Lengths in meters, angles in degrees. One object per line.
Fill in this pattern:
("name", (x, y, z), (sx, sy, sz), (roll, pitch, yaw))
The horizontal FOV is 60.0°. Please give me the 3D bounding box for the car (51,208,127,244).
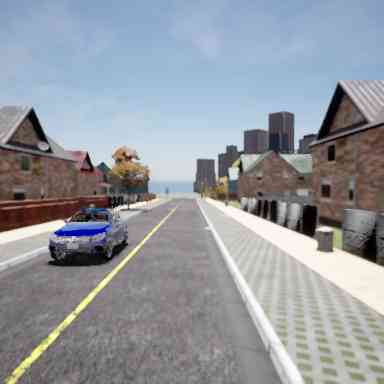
("car", (-3.526, 1.344, 12.148), (1.812, 1.442, 4.674), (0, 0, 0))
